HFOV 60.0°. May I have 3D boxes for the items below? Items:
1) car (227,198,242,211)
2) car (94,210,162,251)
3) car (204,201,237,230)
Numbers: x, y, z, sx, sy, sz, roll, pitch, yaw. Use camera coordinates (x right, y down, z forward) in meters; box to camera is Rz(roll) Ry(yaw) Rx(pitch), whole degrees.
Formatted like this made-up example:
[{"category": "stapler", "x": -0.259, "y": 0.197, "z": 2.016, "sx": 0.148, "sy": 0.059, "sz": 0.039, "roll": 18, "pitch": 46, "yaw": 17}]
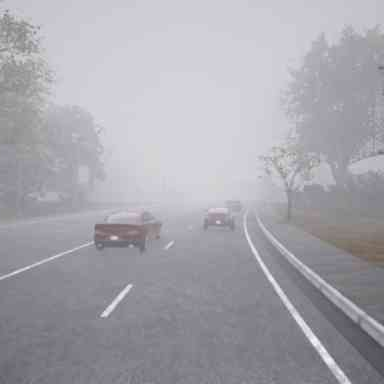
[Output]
[{"category": "car", "x": 5.083, "y": 1.531, "z": 40.650, "sx": 2.128, "sy": 1.511, "sz": 4.902, "roll": 0, "pitch": 0, "yaw": 11}, {"category": "car", "x": -2.547, "y": 1.488, "z": 14.299, "sx": 1.882, "sy": 1.535, "sz": 5.008, "roll": 0, "pitch": 0, "yaw": 5}, {"category": "car", "x": 1.789, "y": 1.562, "z": 21.281, "sx": 1.812, "sy": 1.442, "sz": 4.674, "roll": 0, "pitch": 0, "yaw": 7}]
